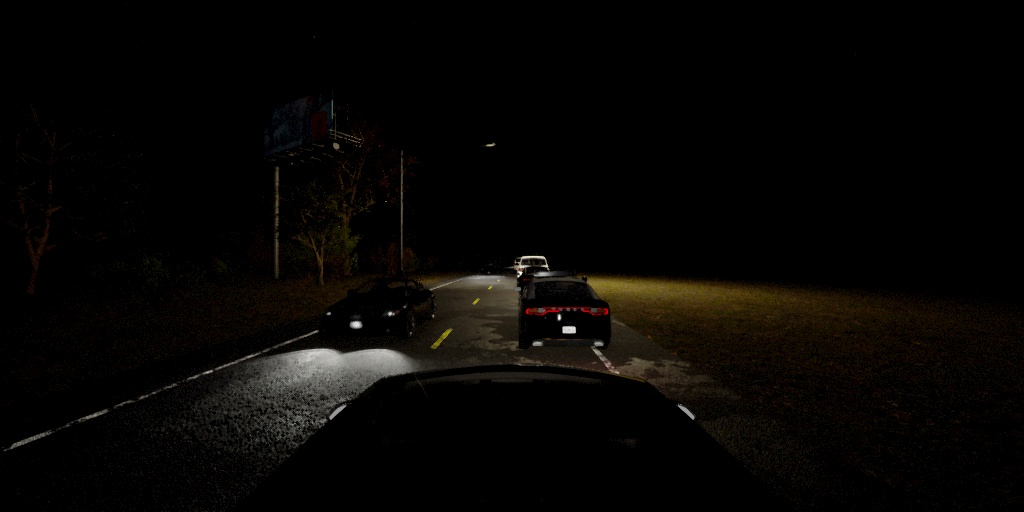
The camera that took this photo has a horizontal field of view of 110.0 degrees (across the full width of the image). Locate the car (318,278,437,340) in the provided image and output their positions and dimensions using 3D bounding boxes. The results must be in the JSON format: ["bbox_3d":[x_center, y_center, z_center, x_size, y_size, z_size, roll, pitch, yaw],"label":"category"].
[{"bbox_3d":[-3.408,1.325,9.881,1.994,1.385,4.181,0,0,1],"label":"car"}]

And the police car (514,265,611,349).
[{"bbox_3d":[1.099,1.184,9.297,1.930,1.638,5.238,0,0,1],"label":"police car"}]

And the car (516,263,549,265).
[{"bbox_3d":[1.276,1.296,19.152,1.837,1.490,4.892,0,0,1],"label":"car"}]

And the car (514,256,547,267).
[{"bbox_3d":[1.444,1.044,25.161,2.150,2.045,5.566,0,0,2],"label":"car"}]

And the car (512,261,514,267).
[{"bbox_3d":[1.391,1.203,46.506,2.150,2.045,5.566,0,0,4],"label":"car"}]

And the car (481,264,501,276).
[{"bbox_3d":[-2.410,1.538,41.240,1.895,1.301,4.718,0,0,3],"label":"car"}]
